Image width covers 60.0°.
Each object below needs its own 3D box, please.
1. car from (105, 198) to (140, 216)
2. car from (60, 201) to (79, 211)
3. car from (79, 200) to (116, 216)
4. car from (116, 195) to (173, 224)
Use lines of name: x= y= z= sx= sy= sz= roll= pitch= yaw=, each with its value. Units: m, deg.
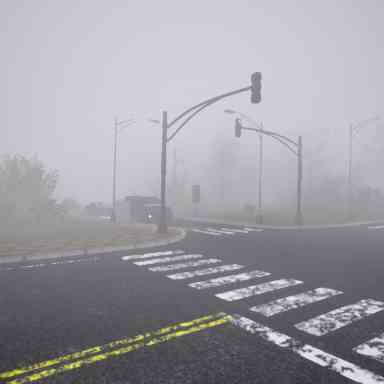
car: x=-7.663 y=1.577 z=36.280 sx=2.097 sy=1.767 sz=4.553 roll=2 pitch=-2 yaw=-36
car: x=-15.529 y=1.679 z=42.351 sx=1.882 sy=1.535 sz=5.008 roll=2 pitch=-1 yaw=-34
car: x=-9.496 y=1.700 z=33.779 sx=1.994 sy=1.385 sz=4.181 roll=2 pitch=-2 yaw=-37
car: x=-3.607 y=1.300 z=25.818 sx=2.150 sy=2.045 sz=5.566 roll=2 pitch=-2 yaw=-35
